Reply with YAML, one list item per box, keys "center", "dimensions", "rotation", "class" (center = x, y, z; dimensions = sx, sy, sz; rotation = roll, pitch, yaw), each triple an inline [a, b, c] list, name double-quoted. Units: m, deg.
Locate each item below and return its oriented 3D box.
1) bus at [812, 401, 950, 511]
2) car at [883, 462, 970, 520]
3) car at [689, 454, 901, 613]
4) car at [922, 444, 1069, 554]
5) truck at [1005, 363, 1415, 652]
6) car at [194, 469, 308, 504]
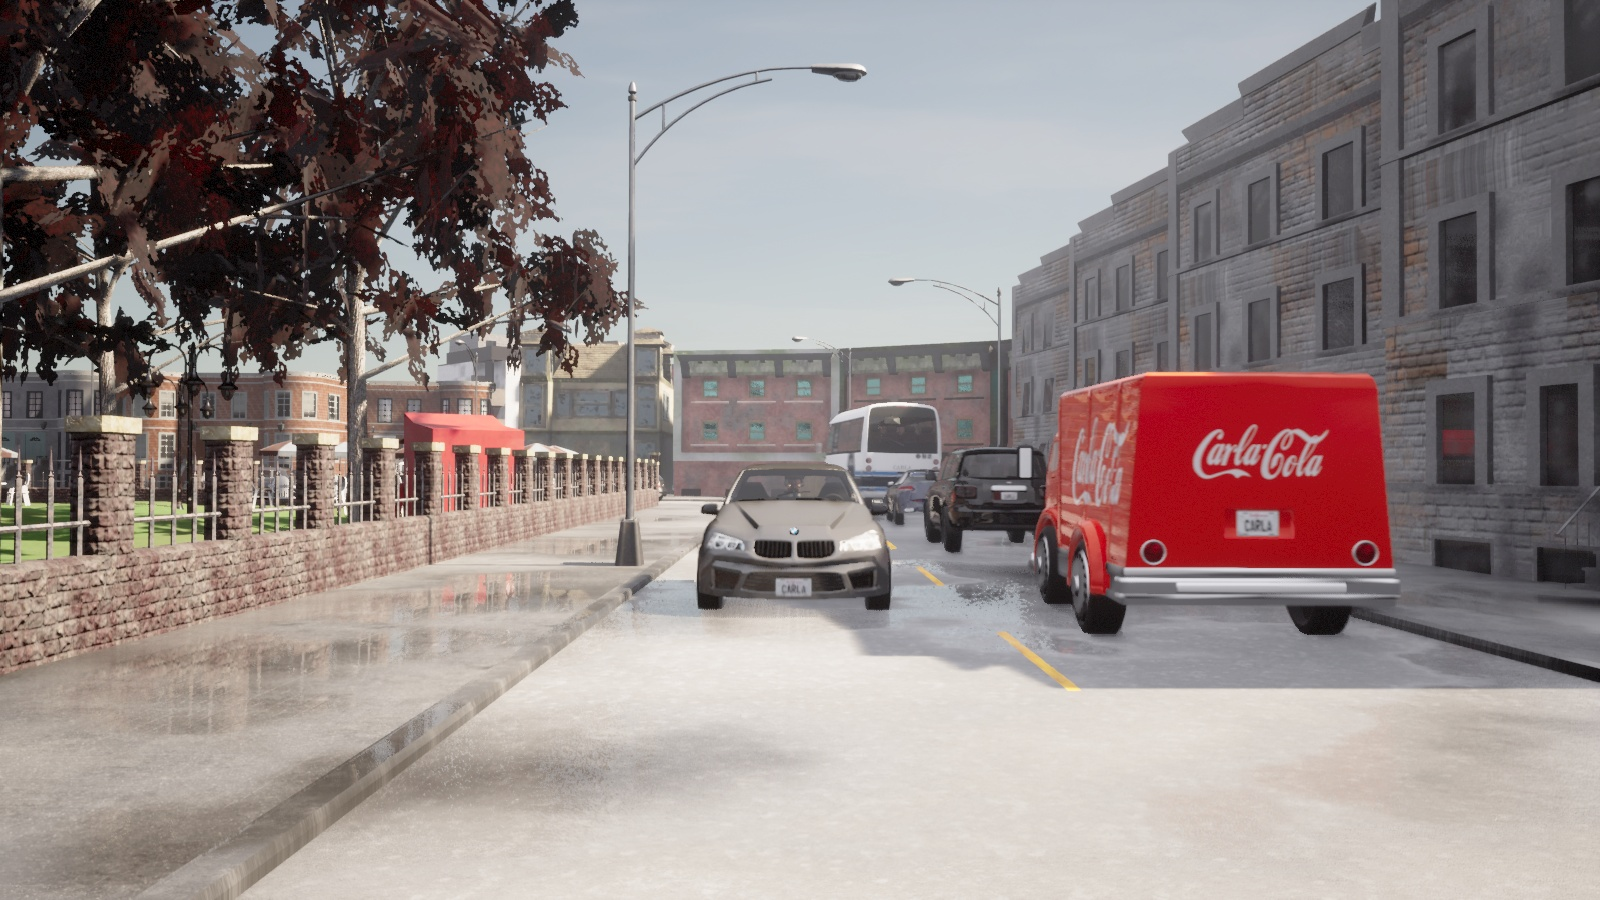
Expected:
- center: [3.235, 0.335, 54.255]
  dimensions: [3.944, 4.253, 10.273]
  rotation: [1, -1, -8]
  class: "bus"
- center: [3.831, 1.227, 38.770]
  dimensions: [2.152, 1.651, 5.027]
  rotation: [0, -1, 0]
  class: "car"
- center: [-0.065, 0.921, 15.608]
  dimensions: [2.242, 1.667, 4.611]
  rotation: [0, -1, 0]
  class: "car"
- center: [3.888, 0.955, 26.073]
  dimensions: [2.150, 2.045, 5.566]
  rotation: [0, -1, 0]
  class: "car"
- center: [3.944, 0.536, 13.378]
  dimensions: [2.627, 2.467, 5.204]
  rotation: [0, -1, 0]
  class: "truck"
- center: [-26.865, 1.798, 61.614]
  dimensions: [4.611, 1.667, 2.242]
  rotation: [0, -1, 0]
  class: "car"
